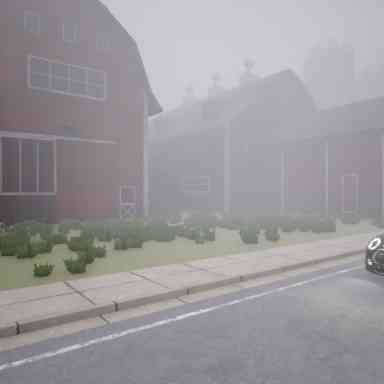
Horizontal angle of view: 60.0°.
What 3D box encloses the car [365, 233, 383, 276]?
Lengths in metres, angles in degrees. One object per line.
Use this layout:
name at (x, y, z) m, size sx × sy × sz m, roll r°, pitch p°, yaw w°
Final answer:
car at (6.734, 1.352, 9.202) m, size 4.553 × 1.767 × 2.097 m, roll 0°, pitch 0°, yaw -37°
